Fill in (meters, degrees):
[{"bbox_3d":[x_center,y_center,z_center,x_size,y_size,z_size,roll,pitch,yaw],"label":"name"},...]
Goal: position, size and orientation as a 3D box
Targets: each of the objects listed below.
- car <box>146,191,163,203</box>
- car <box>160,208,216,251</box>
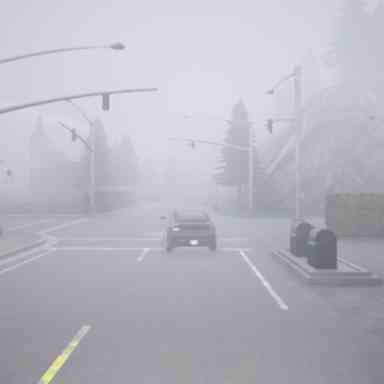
[{"bbox_3d":[-6.731,0.931,59.155,2.150,2.045,5.566,0,0,-18],"label":"car"},{"bbox_3d":[-0.223,1.439,13.795,1.837,1.490,4.892,1,1,-7],"label":"car"}]
